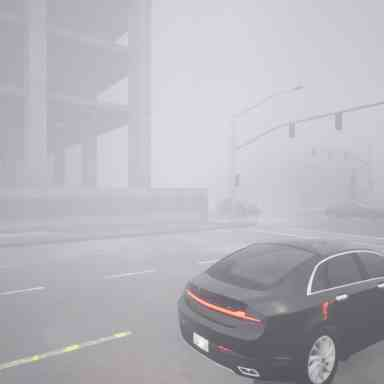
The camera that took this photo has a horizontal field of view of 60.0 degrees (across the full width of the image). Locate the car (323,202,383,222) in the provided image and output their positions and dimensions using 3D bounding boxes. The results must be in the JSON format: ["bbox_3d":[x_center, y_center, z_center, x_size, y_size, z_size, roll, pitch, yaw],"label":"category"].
[{"bbox_3d":[13.108,1.525,26.936,4.674,1.442,1.812,0,0,39],"label":"car"}]

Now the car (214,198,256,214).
[{"bbox_3d":[4.667,1.505,36.879,1.837,1.490,4.892,0,0,-36],"label":"car"}]

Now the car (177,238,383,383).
[{"bbox_3d":[2.088,1.505,5.280,4.892,1.490,1.837,0,0,-35],"label":"car"}]

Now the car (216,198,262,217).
[{"bbox_3d":[4.375,1.353,31.315,2.097,1.767,4.553,0,0,-36],"label":"car"}]
